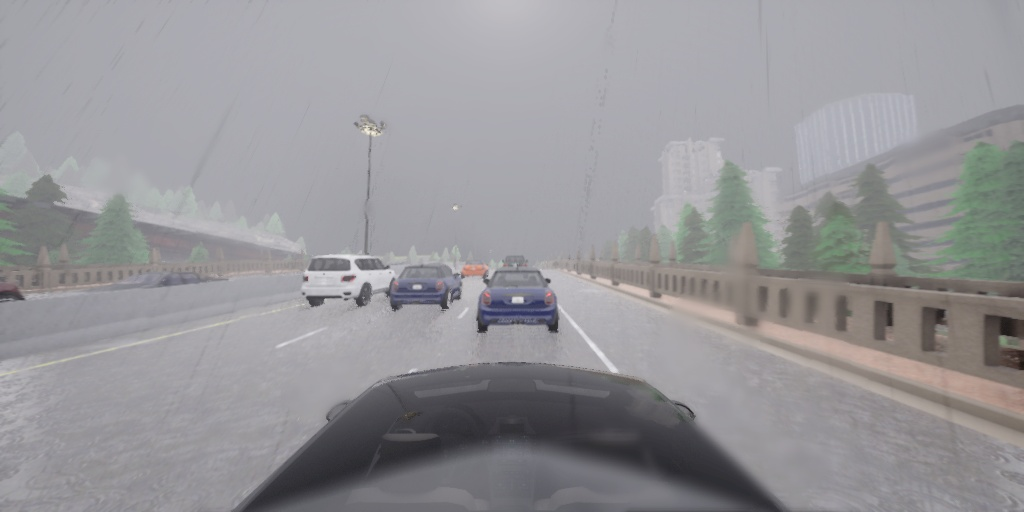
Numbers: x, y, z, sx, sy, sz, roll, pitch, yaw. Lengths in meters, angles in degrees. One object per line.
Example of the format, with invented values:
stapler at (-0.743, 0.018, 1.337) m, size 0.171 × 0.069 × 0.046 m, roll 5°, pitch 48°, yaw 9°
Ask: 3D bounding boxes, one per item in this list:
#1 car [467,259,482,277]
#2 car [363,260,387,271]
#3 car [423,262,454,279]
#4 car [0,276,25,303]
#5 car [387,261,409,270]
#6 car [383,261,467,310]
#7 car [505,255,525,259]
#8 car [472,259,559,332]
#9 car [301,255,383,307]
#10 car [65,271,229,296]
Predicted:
car at (-3.231, 1.067, 32.326) m, size 2.097 × 1.767 × 4.553 m, roll 0°, pitch 0°, yaw 0°
car at (-20.712, 1.451, 54.448) m, size 1.837 × 1.490 × 4.892 m, roll 0°, pitch -2°, yaw 0°
car at (-6.725, 1.289, 33.253) m, size 1.994 × 1.385 × 4.181 m, roll 0°, pitch 0°, yaw 0°
car at (-17.549, 1.158, 10.107) m, size 2.097 × 1.767 × 4.553 m, roll 0°, pitch 0°, yaw 0°
car at (-17.212, 1.480, 54.427) m, size 1.994 × 1.385 × 4.181 m, roll 0°, pitch -2°, yaw 0°
car at (-3.325, 1.101, 14.748) m, size 2.097 × 1.767 × 4.553 m, roll 0°, pitch 0°, yaw 0°
car at (0.265, 0.927, 31.680) m, size 2.150 × 2.045 × 5.566 m, roll 0°, pitch 0°, yaw 0°
car at (0.156, 1.097, 10.987) m, size 2.097 × 1.767 × 4.553 m, roll 0°, pitch 0°, yaw 0°
car at (-6.820, 0.981, 15.712) m, size 2.150 × 2.045 × 5.566 m, roll 0°, pitch 0°, yaw 0°
car at (-14.026, 1.333, 14.363) m, size 2.033 × 1.411 × 5.357 m, roll 0°, pitch 0°, yaw 0°
